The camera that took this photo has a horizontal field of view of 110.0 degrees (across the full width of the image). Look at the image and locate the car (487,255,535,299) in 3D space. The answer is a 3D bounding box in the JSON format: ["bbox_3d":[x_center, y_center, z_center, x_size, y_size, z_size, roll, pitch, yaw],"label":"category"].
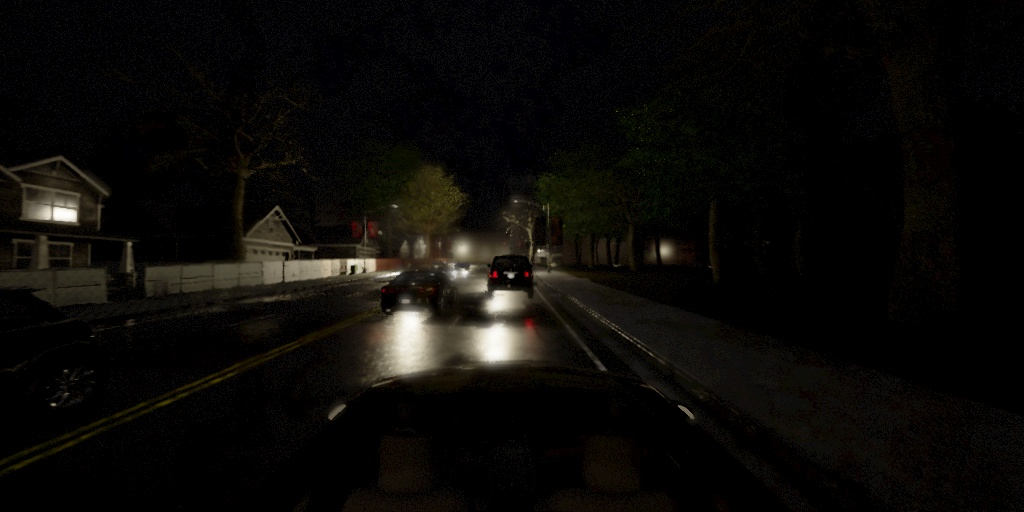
[{"bbox_3d":[-0.083,0.952,18.168,2.150,2.045,5.566,0,0,-1],"label":"car"}]

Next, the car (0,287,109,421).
[{"bbox_3d":[-6.596,1.138,2.915,2.097,1.767,4.553,0,0,-1],"label":"car"}]

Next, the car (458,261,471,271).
[{"bbox_3d":[-7.055,1.401,51.291,1.895,1.301,4.718,0,0,-1],"label":"car"}]

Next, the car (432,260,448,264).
[{"bbox_3d":[-10.306,1.312,51.169,2.128,1.511,4.902,0,0,-1],"label":"car"}]

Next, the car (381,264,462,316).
[{"bbox_3d":[-3.266,1.230,13.408,1.882,1.535,5.008,0,0,-1],"label":"car"}]
